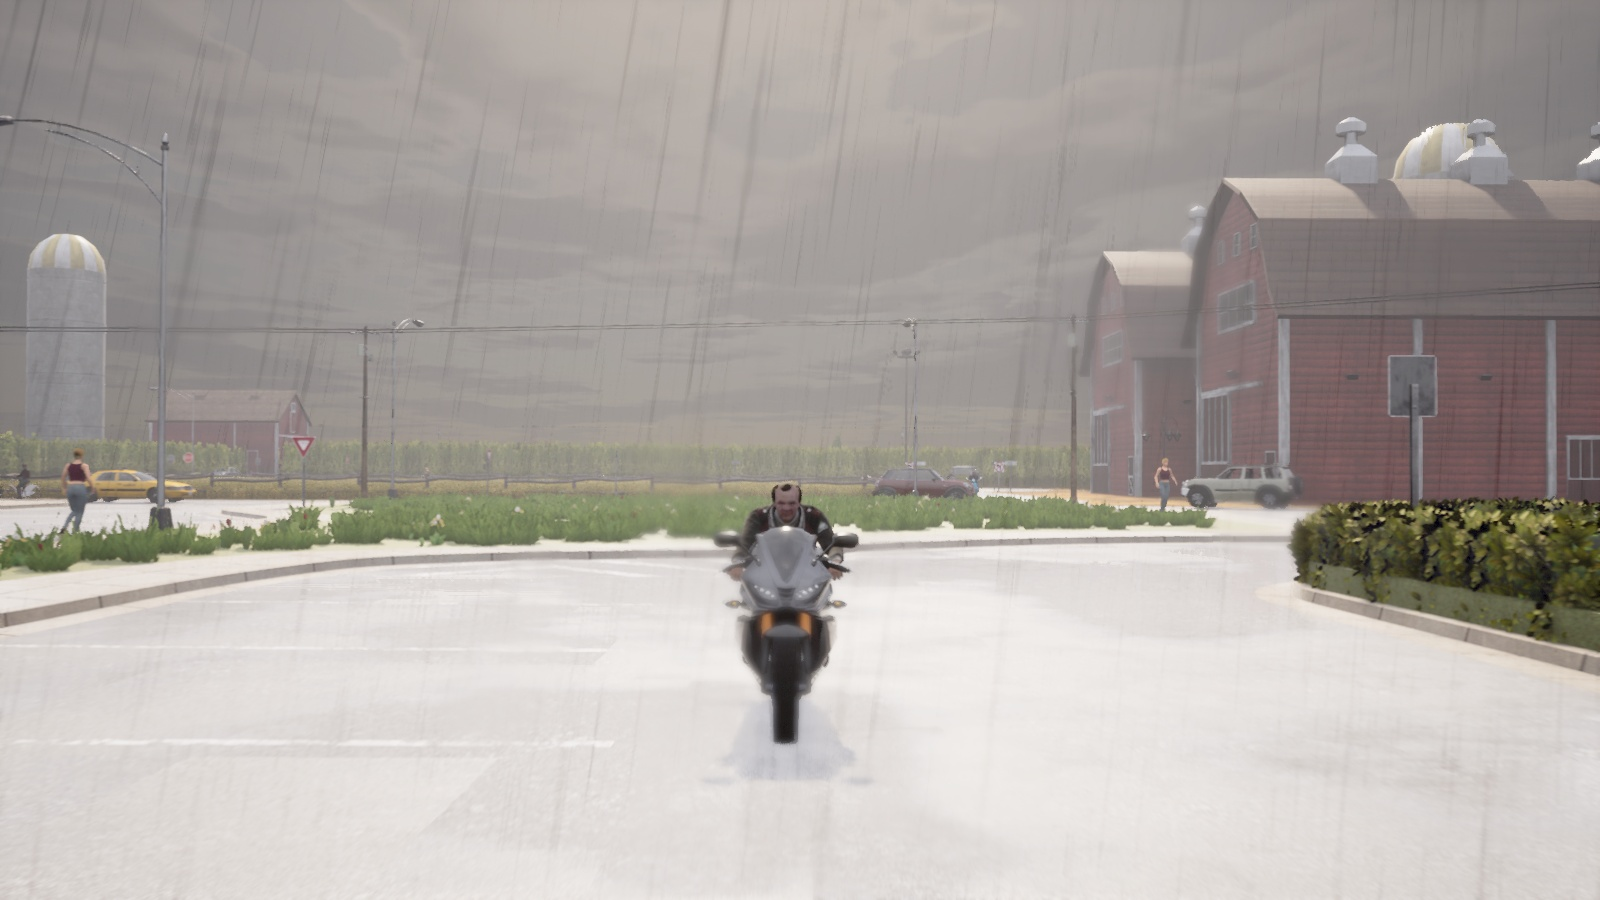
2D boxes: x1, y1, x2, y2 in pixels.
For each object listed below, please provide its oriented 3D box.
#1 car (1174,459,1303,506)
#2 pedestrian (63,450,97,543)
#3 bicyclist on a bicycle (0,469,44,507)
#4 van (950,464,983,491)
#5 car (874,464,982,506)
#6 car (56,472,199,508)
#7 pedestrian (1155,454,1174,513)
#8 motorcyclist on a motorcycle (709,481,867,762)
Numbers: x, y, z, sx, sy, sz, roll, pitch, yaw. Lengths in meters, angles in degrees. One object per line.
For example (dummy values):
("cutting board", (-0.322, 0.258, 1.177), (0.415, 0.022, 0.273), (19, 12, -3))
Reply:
("car", (17.917, 1.328, 51.355), (4.605, 1.855, 1.932), (-1, -1, 34))
("pedestrian", (-14.426, 0.931, 25.167), (0.345, 1.836, 0.594), (0, -1, -2))
("bicyclist on a bicycle", (-36.737, 1.780, 59.123), (1.843, 1.776, 0.659), (0, -1, 1))
("van", (12.641, 2.050, 95.330), (1.775, 1.987, 4.442), (-1, -1, 17))
("car", (5.622, 1.522, 55.053), (4.553, 1.767, 2.097), (-1, -1, 10))
("car", (-29.742, 1.765, 55.669), (5.366, 1.575, 1.801), (0, -1, 0))
("pedestrian", (11.365, 1.044, 39.157), (0.345, 1.836, 0.594), (0, -1, -7))
("motorcyclist on a motorcycle", (-0.076, 0.978, 8.054), (0.866, 1.530, 2.191), (0, -1, 0))
